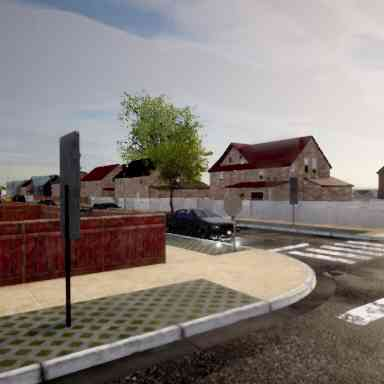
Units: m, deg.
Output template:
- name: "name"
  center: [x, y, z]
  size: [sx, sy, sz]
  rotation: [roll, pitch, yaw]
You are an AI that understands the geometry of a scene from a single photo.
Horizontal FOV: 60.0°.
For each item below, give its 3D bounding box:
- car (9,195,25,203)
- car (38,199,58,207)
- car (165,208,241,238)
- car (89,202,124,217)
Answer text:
- name: "car"
  center: [-40.682, 1.644, 78.071]
  size: [2.150, 2.045, 5.566]
  rotation: [-1, 0, -37]
- name: "car"
  center: [-19.792, 1.774, 45.547]
  size: [1.837, 1.490, 4.892]
  rotation: [-1, 0, -37]
- name: "car"
  center: [0.253, 1.638, 18.589]
  size: [2.033, 1.411, 5.357]
  rotation: [-1, 0, -37]
- name: "car"
  center: [-7.350, 1.659, 28.758]
  size: [1.837, 1.490, 4.892]
  rotation: [-1, 1, -37]
